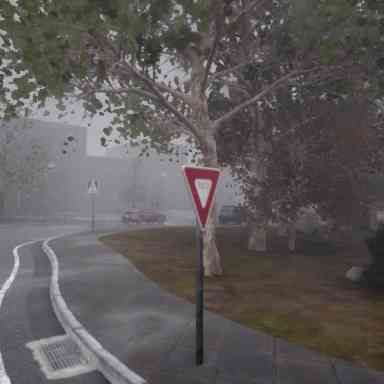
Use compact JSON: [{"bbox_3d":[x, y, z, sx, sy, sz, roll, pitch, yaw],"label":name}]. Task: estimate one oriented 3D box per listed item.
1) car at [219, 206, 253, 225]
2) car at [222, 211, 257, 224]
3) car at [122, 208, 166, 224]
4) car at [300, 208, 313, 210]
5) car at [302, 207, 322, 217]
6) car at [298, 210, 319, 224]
[{"bbox_3d":[5.222,2.559,36.055,2.150,2.045,5.566,0,-4,42],"label":"car"},{"bbox_3d":[5.996,3.147,41.511,1.837,1.490,4.892,0,-4,43],"label":"car"},{"bbox_3d":[-4.264,2.166,29.935,1.994,1.385,4.181,0,-4,38],"label":"car"},{"bbox_3d":[19.456,3.873,56.045,2.150,2.045,5.566,0,-2,43],"label":"car"},{"bbox_3d":[27.858,4.663,77.226,2.435,2.045,5.566,0,-2,43],"label":"car"},{"bbox_3d":[16.613,3.843,48.351,1.882,1.535,5.008,0,-3,43],"label":"car"}]
